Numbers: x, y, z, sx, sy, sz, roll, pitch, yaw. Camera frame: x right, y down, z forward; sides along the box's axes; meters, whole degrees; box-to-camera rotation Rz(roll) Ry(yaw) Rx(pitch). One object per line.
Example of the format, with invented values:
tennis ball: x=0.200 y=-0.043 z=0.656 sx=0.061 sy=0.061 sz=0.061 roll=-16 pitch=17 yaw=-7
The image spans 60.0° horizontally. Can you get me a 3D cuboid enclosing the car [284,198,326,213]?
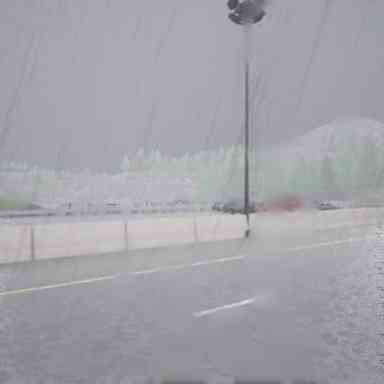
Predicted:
car: x=10.583 y=1.539 z=28.734 sx=4.902 sy=1.511 sz=2.128 roll=0 pitch=0 yaw=-35

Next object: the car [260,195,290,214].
car: x=8.436 y=1.268 z=31.503 sx=5.566 sy=2.045 sz=2.150 roll=0 pitch=0 yaw=-35
